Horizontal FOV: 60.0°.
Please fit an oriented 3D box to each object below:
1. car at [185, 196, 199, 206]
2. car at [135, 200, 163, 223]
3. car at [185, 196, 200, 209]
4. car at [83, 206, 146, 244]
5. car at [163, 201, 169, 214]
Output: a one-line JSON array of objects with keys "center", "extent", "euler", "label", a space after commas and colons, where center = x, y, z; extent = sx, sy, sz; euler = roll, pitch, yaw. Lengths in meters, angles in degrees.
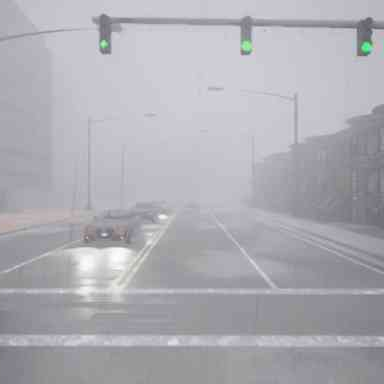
[{"center": [-0.004, 1.452, 55.473], "extent": [2.128, 1.511, 4.902], "euler": [0, 0, 0], "label": "car"}, {"center": [-3.596, 1.487, 25.571], "extent": [1.837, 1.490, 4.892], "euler": [0, 0, 0], "label": "car"}, {"center": [0.003, 1.494, 45.291], "extent": [1.812, 1.442, 4.674], "euler": [0, 0, 0], "label": "car"}, {"center": [-3.599, 1.553, 15.639], "extent": [1.994, 1.385, 4.181], "euler": [0, 0, 0], "label": "car"}, {"center": [-3.568, 1.576, 35.707], "extent": [1.895, 1.301, 4.718], "euler": [0, 0, 0], "label": "car"}]
